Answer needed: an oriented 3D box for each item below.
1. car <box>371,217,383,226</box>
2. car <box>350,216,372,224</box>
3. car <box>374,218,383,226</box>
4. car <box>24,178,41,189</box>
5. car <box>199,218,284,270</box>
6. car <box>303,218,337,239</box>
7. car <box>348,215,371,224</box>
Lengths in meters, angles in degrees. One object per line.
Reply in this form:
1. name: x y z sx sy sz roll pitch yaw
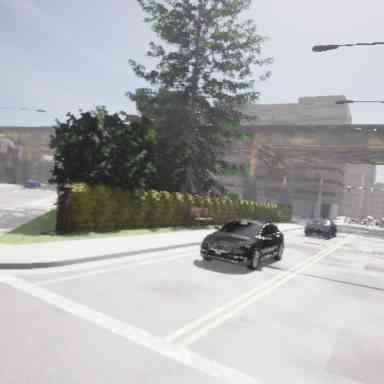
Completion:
1. car: 35.296 5.728 60.912 2.038 1.542 4.974 6 0 10
2. car: 31.892 5.352 63.293 4.974 1.542 2.038 7 0 -35
3. car: 35.323 5.573 60.964 1.853 1.218 4.536 6 0 10
4. car: -26.885 -1.315 56.372 1.882 1.535 5.008 6 0 -14
5. car: 2.065 1.773 12.375 1.837 1.490 4.892 6 0 31
6. car: 10.399 2.831 26.567 2.033 1.411 5.357 6 0 31
7. car: 31.952 5.201 63.324 4.536 1.218 1.853 7 0 -35
